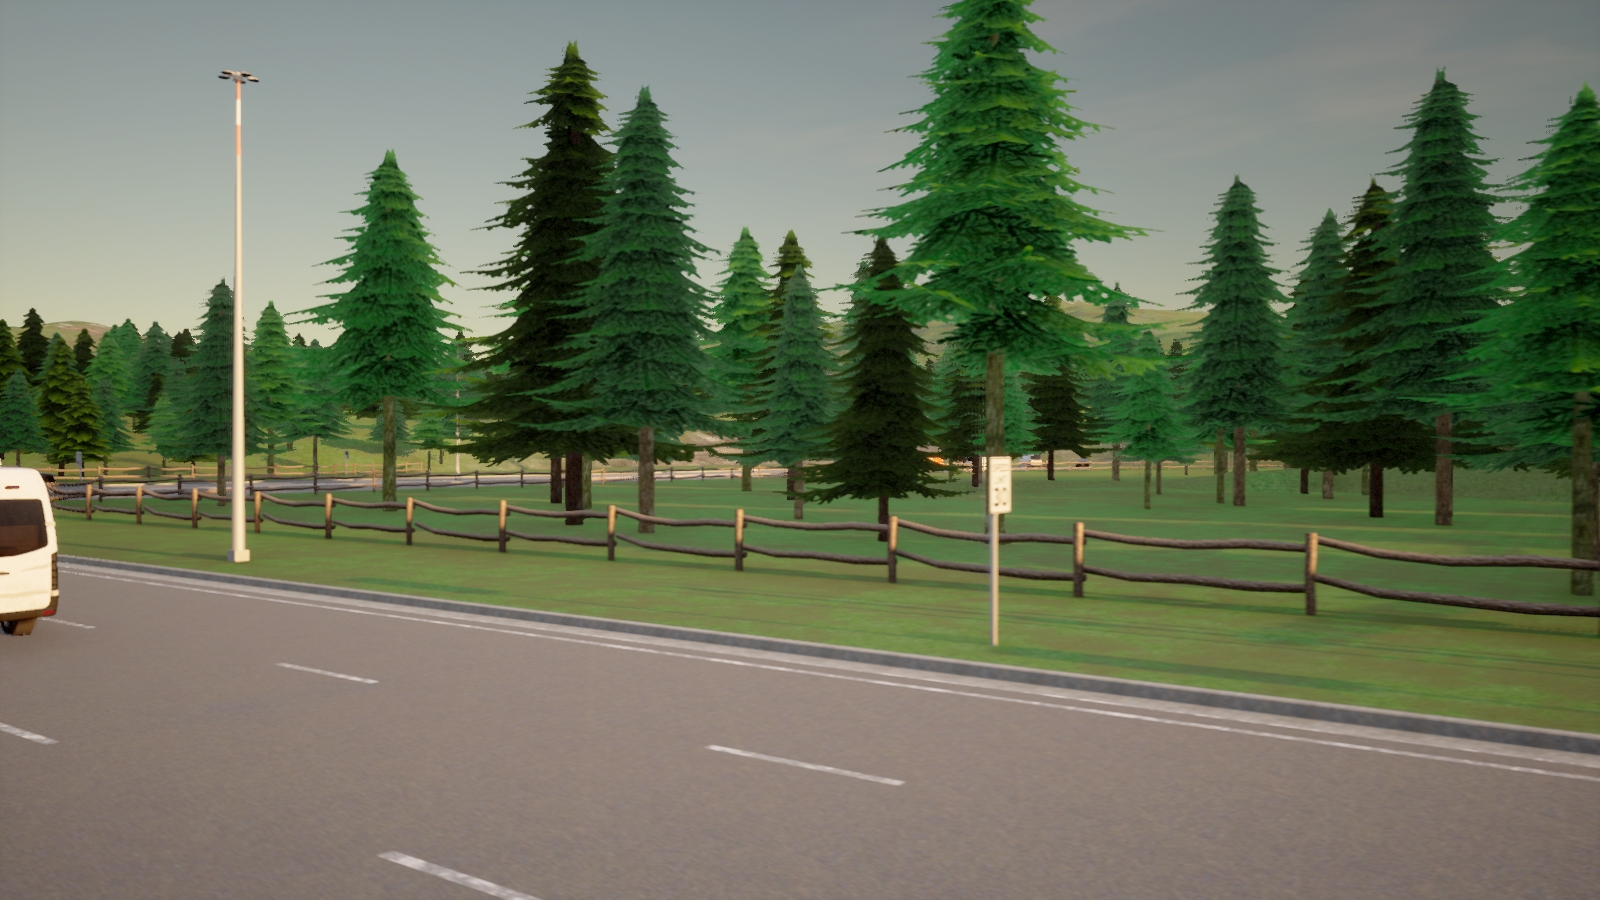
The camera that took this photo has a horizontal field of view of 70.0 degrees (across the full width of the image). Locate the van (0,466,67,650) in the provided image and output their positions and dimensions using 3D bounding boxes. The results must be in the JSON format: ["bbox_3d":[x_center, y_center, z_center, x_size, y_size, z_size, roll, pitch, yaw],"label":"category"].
[{"bbox_3d":[-13.793,1.535,17.713,5.915,2.561,1.988,0,0,35],"label":"van"}]
